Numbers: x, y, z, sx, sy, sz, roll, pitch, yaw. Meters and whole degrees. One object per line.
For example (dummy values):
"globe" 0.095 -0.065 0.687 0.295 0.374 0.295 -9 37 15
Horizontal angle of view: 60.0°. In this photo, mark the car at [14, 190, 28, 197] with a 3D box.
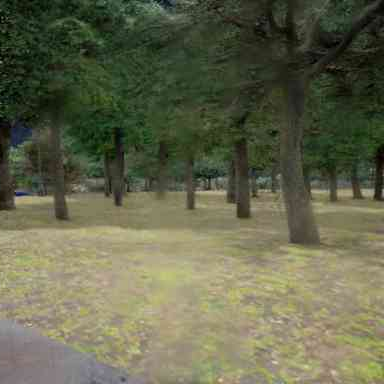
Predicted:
"car" -33.320 0.327 62.710 1.812 1.442 4.674 -3 0 34
